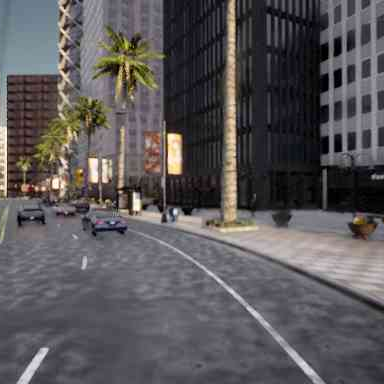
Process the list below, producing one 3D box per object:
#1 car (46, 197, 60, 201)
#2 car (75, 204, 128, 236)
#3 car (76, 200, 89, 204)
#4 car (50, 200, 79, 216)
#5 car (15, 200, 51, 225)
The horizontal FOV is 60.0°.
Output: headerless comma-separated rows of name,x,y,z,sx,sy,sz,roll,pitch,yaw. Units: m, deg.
car,-28.438,1.837,69.021,2.185,1.767,4.553,0,0,-28
car,-5.287,1.678,19.612,2.033,1.411,5.357,0,0,-27
car,-14.471,1.775,43.179,2.231,1.521,4.892,0,0,-28
car,-13.857,1.849,35.762,1.895,1.301,4.718,0,0,-28
car,-12.645,1.679,26.073,2.128,1.511,4.902,0,0,-28
